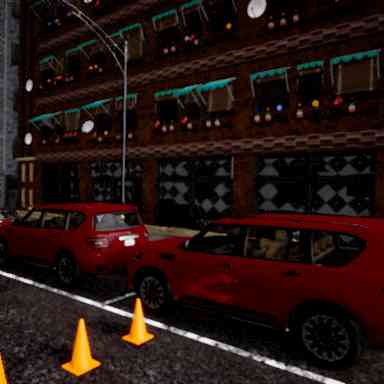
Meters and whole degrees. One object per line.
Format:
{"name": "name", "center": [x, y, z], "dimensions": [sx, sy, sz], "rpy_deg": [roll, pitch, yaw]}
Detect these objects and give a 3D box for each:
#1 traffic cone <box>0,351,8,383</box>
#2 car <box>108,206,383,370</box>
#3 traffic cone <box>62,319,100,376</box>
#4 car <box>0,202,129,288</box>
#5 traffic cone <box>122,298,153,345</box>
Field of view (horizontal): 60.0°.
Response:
{"name": "traffic cone", "center": [-1.987, 1.902, 3.393], "dimensions": [0.340, 0.580, 0.340], "rpy_deg": [1, 1, 36]}
{"name": "car", "center": [1.133, 1.282, 5.729], "dimensions": [5.009, 1.841, 2.192], "rpy_deg": [1, 1, 36]}
{"name": "traffic cone", "center": [-1.400, 1.903, 4.202], "dimensions": [0.340, 0.580, 0.340], "rpy_deg": [1, 1, 36]}
{"name": "car", "center": [-3.359, 1.196, 8.986], "dimensions": [5.009, 1.841, 2.192], "rpy_deg": [1, 1, 36]}
{"name": "traffic cone", "center": [-0.813, 1.903, 5.012], "dimensions": [0.340, 0.580, 0.340], "rpy_deg": [1, 1, 36]}
